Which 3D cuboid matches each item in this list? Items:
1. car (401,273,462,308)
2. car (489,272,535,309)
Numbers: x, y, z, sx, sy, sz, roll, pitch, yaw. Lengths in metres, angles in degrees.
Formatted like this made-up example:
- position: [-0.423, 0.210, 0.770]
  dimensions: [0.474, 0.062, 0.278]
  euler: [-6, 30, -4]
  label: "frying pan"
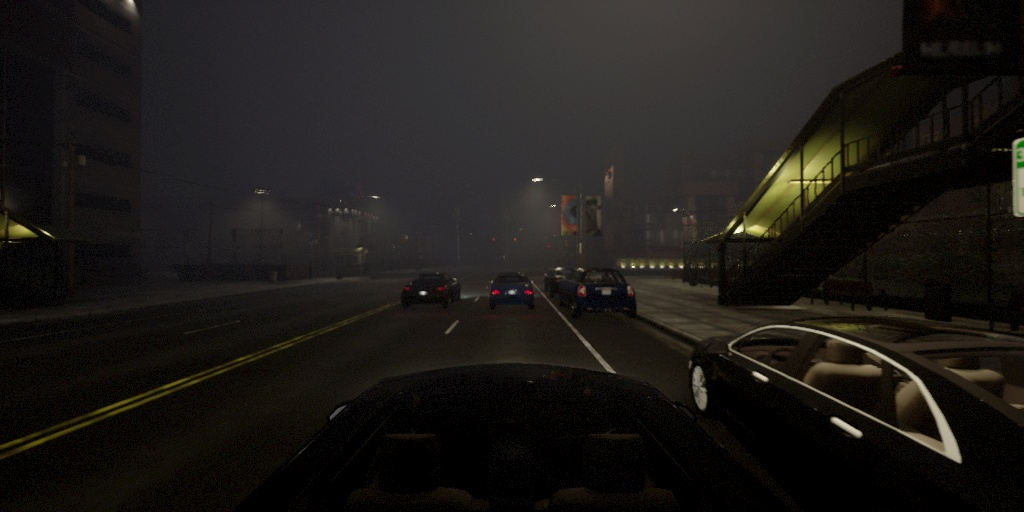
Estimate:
- position: [-3.496, 1.448, 16.120]
  dimensions: [1.994, 1.385, 4.181]
  euler: [0, 0, 0]
  label: "car"
- position: [-0.001, 1.428, 15.831]
  dimensions: [2.033, 1.411, 5.357]
  euler: [0, -1, 0]
  label: "car"
